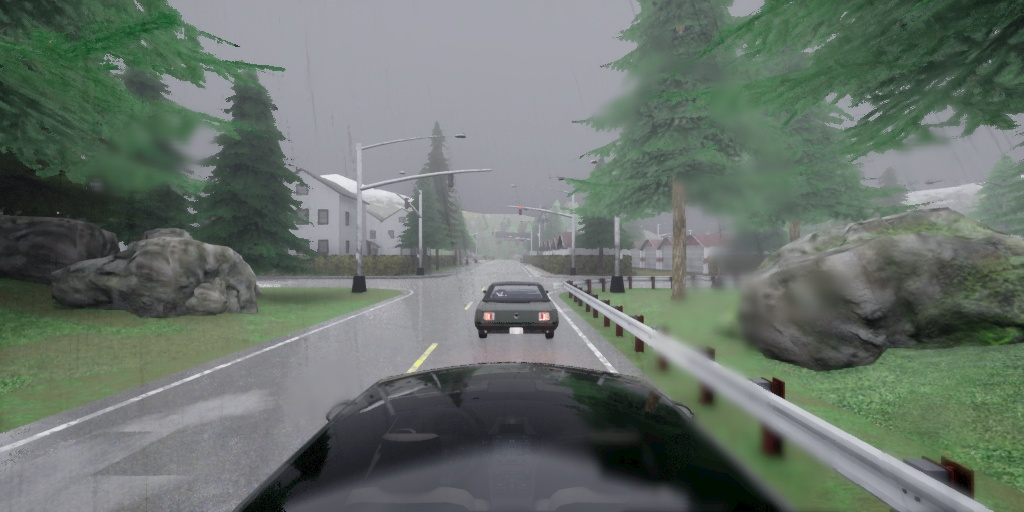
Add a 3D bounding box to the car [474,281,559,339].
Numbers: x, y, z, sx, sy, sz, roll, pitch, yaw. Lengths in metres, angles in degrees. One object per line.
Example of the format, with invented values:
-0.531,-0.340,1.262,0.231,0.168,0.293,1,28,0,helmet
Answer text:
0.106,1.351,10.081,1.895,1.301,4.718,0,0,0,car
